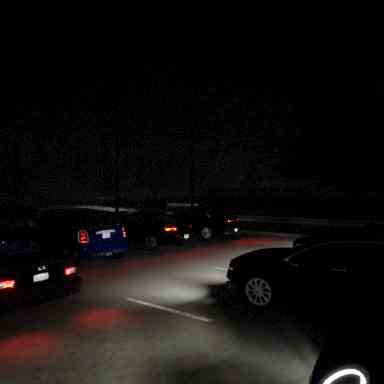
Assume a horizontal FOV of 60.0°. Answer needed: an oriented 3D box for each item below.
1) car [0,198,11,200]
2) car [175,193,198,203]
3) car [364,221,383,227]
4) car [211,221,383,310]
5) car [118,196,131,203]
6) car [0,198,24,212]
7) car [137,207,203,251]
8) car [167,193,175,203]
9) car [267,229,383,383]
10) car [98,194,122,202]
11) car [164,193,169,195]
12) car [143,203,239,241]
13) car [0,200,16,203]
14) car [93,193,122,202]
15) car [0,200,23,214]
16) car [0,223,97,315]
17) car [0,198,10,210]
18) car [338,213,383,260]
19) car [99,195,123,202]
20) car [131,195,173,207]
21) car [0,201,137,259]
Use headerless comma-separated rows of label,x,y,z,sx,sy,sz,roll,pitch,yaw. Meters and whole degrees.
car,-19.283,1.526,31.498,1.812,1.442,4.674,0,0,36
car,-0.154,1.224,63.677,2.150,2.045,5.566,0,0,36
car,5.088,1.526,8.954,4.674,1.442,1.812,0,0,36
car,2.969,1.505,6.177,4.892,1.490,1.837,0,0,36
car,-7.796,1.601,47.290,1.895,1.301,4.718,0,0,36
car,-22.609,1.477,38.825,1.882,1.535,5.008,0,0,36
car,-2.078,1.526,14.085,4.674,1.442,1.812,0,0,36
car,-2.143,1.492,66.848,2.128,1.511,4.902,0,0,37
car,3.005,1.352,1.845,4.553,1.767,2.097,0,0,36
car,-12.049,1.492,53.338,2.128,1.511,4.902,0,0,36
car,-4.804,1.224,69.088,2.150,2.045,5.566,0,0,36
car,0.084,1.505,16.837,4.892,1.490,1.837,0,0,36
car,-16.374,1.601,29.548,1.895,1.301,4.718,0,0,36
car,-14.084,1.221,56.492,2.150,2.045,5.566,0,0,35
car,-20.791,1.601,35.374,1.895,1.301,4.718,0,0,36
car,-4.694,1.547,7.336,5.357,1.411,2.033,0,0,36
car,-25.459,1.477,40.858,1.882,1.535,5.008,0,0,36
car,8.008,1.547,11.173,5.357,1.411,2.033,0,0,36
car,-10.634,1.547,49.337,2.033,1.411,5.357,0,0,36
car,-5.341,1.490,44.715,2.128,1.511,4.902,0,0,36
car,-4.340,1.352,11.396,4.553,1.767,2.097,0,0,36
